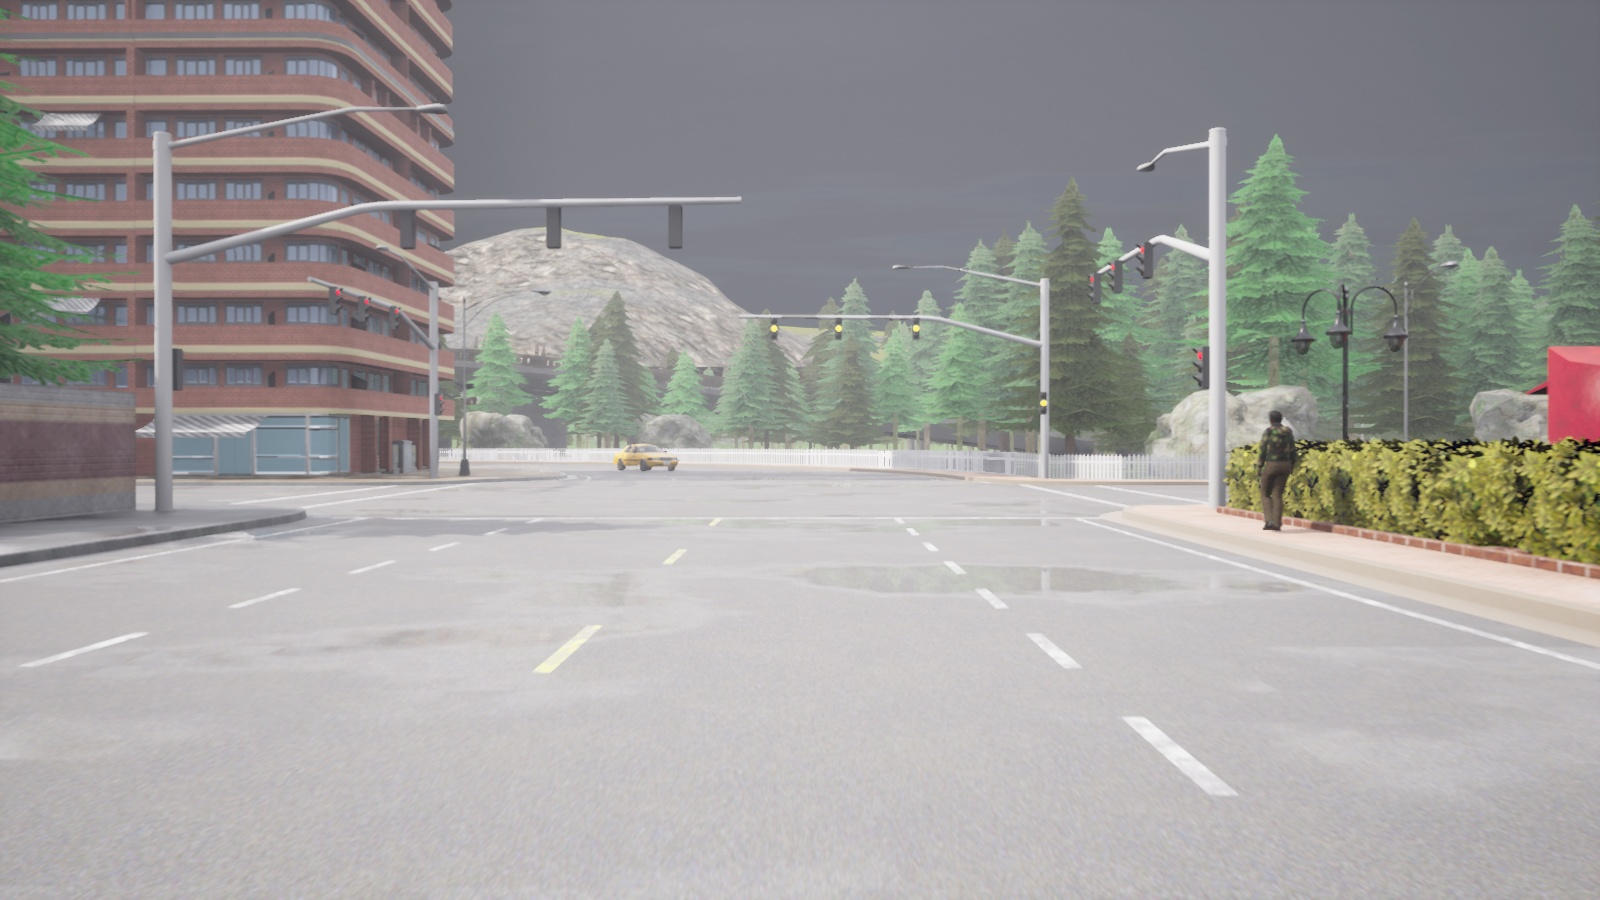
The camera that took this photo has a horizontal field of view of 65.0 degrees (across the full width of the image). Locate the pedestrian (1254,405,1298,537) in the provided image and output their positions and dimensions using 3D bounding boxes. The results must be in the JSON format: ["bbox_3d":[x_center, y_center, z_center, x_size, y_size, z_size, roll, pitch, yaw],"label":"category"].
[{"bbox_3d":[7.060,0.301,18.649,0.395,1.930,0.692,0,0,1],"label":"pedestrian"}]

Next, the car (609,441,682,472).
[{"bbox_3d":[-8.261,0.303,66.721,1.801,1.575,5.366,0,0,-31],"label":"car"}]
